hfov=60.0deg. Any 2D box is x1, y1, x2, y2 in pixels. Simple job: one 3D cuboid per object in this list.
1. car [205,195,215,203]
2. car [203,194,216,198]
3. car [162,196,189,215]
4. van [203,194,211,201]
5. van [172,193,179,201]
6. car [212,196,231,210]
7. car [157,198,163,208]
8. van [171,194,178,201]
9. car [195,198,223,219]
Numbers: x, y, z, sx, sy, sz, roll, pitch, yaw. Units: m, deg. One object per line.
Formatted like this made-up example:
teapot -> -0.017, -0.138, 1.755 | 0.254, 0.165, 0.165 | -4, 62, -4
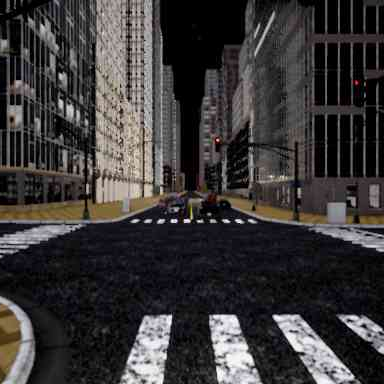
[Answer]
car -> 3.724, 1.405, 69.689 | 1.967, 1.590, 4.097 | 0, 0, 0
car -> 3.750, 1.288, 64.160 | 2.192, 1.841, 5.009 | 0, 0, 0
car -> -1.529, 1.495, 33.985 | 2.128, 1.511, 4.902 | 0, 0, -1
van -> 3.671, 1.290, 80.743 | 1.690, 1.788, 3.998 | 0, 0, 0
van -> -4.235, 1.282, 86.233 | 1.690, 1.788, 3.998 | 0, 0, 0
car -> 3.904, 1.563, 42.052 | 1.947, 1.339, 4.313 | 0, 0, 0
car -> -4.052, 1.574, 47.540 | 1.802, 1.307, 4.206 | 0, 0, 0
van -> -4.209, 1.290, 80.706 | 1.690, 1.788, 3.998 | 0, 0, 0
car -> 1.398, 1.512, 29.226 | 1.837, 1.490, 4.892 | 0, 0, 0
